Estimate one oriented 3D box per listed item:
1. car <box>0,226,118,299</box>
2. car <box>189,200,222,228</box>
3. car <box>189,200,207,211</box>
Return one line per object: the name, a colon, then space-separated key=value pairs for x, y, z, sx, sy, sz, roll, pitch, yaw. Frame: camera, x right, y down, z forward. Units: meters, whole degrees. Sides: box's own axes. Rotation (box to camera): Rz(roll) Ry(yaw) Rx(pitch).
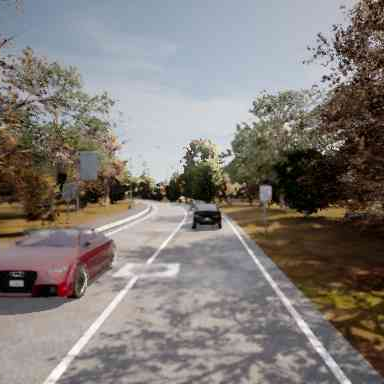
car: x=-3.299 y=1.581 z=8.411 sx=1.994 sy=1.385 sz=4.181 roll=0 pitch=0 yaw=3
car: x=1.017 y=1.532 z=22.933 sx=1.882 sy=1.535 sz=5.008 roll=0 pitch=0 yaw=2
car: x=0.688 y=1.721 z=42.899 sx=1.895 sy=1.301 sz=4.718 roll=1 pitch=0 yaw=-5
